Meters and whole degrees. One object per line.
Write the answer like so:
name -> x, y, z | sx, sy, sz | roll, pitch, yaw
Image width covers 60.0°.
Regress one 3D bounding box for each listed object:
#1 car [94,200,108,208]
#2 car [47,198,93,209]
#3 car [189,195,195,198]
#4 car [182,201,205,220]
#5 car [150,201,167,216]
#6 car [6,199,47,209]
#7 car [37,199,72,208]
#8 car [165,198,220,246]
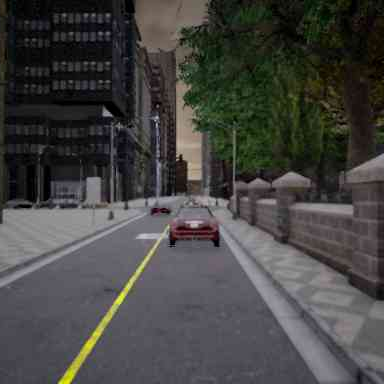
car -> -14.780, 1.614, 48.807 | 4.829, 1.417, 1.752 | 0, -1, 0
car -> -14.646, 1.468, 40.282 | 4.403, 1.369, 2.008 | 0, -1, 0
car -> -0.018, 1.607, 89.819 | 2.033, 1.411, 5.357 | 0, 0, 0
car -> 0.091, 1.505, 28.326 | 1.812, 1.442, 4.674 | 0, 0, 0
car -> -3.007, 1.584, 32.907 | 1.895, 1.301, 4.718 | 0, 0, 0
car -> -20.159, 1.491, 40.311 | 4.313, 1.339, 1.947 | 0, -1, 0
car -> -20.122, 1.647, 48.835 | 4.403, 1.369, 2.008 | 0, -1, 0
car -> 0.093, 1.336, 15.312 | 2.097, 1.767, 4.553 | 0, 0, 0
